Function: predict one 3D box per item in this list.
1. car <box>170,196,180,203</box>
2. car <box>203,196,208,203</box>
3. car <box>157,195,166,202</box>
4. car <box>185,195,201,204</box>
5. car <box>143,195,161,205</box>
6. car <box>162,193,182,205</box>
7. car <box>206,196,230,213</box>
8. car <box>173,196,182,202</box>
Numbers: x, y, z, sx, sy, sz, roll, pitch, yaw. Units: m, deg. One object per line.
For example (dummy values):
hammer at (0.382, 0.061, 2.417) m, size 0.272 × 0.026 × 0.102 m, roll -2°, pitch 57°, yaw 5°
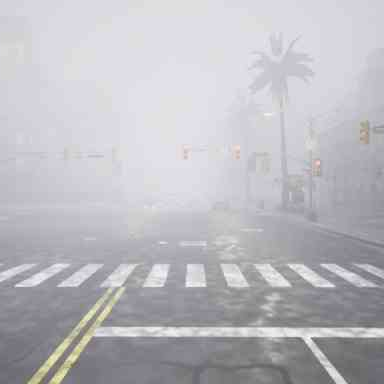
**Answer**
car at (-3.392, 1.511, 67.055) m, size 1.812 × 1.442 × 4.674 m, roll 0°, pitch 0°, yaw 1°
car at (3.728, 1.463, 68.810) m, size 1.882 × 1.535 × 5.008 m, roll 0°, pitch 0°, yaw 0°
car at (-6.860, 1.508, 75.133) m, size 1.812 × 1.442 × 4.674 m, roll 0°, pitch 0°, yaw 0°
car at (0.216, 1.534, 62.033) m, size 2.033 × 1.411 × 5.357 m, roll 0°, pitch 0°, yaw 0°
car at (-6.936, 1.340, 56.353) m, size 2.097 × 1.767 × 4.553 m, roll 0°, pitch 0°, yaw 1°
car at (-3.421, 1.209, 57.546) m, size 2.150 × 2.045 × 5.566 m, roll 0°, pitch 0°, yaw 1°
car at (3.232, 1.483, 37.537) m, size 2.128 × 1.511 × 4.902 m, roll 0°, pitch 0°, yaw 9°
car at (-3.357, 1.579, 77.148) m, size 1.895 × 1.301 × 4.718 m, roll 0°, pitch 0°, yaw 0°
